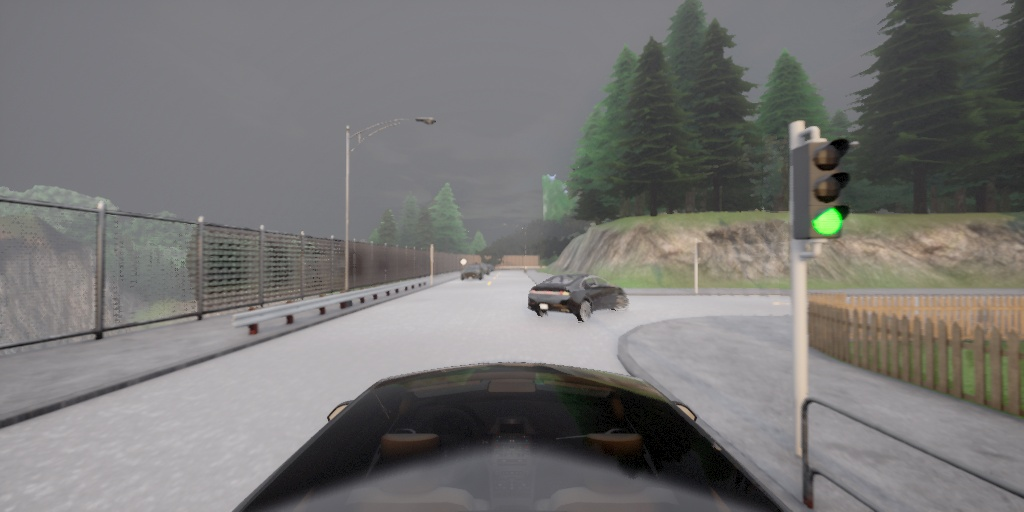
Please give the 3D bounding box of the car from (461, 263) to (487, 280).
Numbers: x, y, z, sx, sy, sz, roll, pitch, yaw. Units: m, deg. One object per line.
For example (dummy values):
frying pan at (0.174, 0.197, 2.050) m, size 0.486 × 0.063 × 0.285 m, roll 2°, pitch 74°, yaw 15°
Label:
car at (-4.103, 1.609, 37.687) m, size 2.097 × 1.767 × 4.553 m, roll 0°, pitch -1°, yaw 0°

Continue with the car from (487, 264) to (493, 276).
car at (-4.101, 1.758, 48.181) m, size 2.097 × 1.767 × 4.553 m, roll 0°, pitch -1°, yaw 0°

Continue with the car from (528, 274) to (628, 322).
car at (2.550, 1.402, 13.135) m, size 2.128 × 1.511 × 4.902 m, roll -2°, pitch -2°, yaw 39°
